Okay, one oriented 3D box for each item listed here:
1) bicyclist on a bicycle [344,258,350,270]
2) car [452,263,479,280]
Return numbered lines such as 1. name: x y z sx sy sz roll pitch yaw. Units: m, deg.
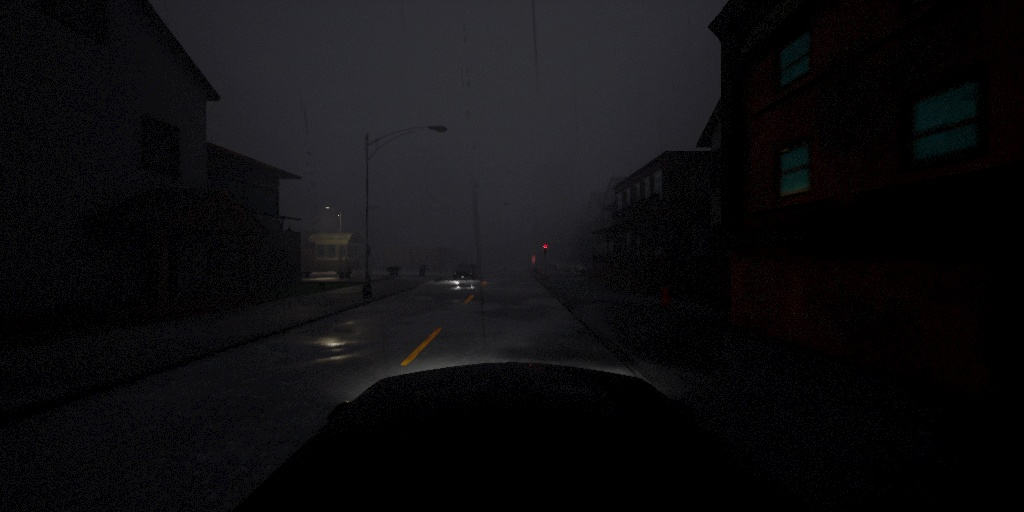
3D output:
1. bicyclist on a bicycle: -21.742 1.098 47.196 0.582 1.620 1.656 0 0 0
2. car: -4.000 1.309 31.760 2.033 1.411 5.357 0 0 0
